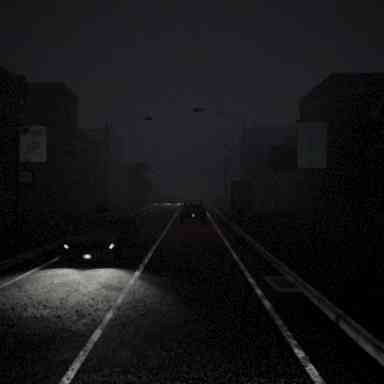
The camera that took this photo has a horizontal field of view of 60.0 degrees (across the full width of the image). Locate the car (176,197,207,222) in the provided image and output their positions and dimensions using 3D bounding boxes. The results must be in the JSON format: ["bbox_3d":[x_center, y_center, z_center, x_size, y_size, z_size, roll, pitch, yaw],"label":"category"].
[{"bbox_3d":[0.100,1.387,25.253,2.128,1.511,4.902,0,1,0],"label":"car"}]

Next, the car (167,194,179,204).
[{"bbox_3d":[-3.055,1.133,55.291,1.837,1.490,4.892,0,1,0],"label":"car"}]

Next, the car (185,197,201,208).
[{"bbox_3d":[0.102,1.340,43.002,1.895,1.301,4.718,0,1,0],"label":"car"}]

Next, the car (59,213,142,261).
[{"bbox_3d":[-3.100,1.519,12.507,2.033,1.411,5.357,0,0,0],"label":"car"}]
